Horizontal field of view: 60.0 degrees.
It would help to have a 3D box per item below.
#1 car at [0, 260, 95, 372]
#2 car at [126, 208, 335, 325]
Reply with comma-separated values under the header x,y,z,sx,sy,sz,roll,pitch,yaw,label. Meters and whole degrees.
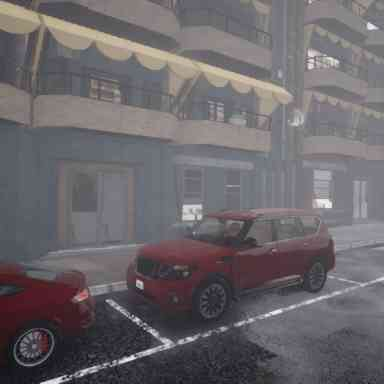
x,y,z,sx,sy,sz,roll,pitch,yaw,label
-3.374,1.582,4.137,4.206,1.307,1.802,0,1,-35,car
1.124,1.318,7.341,5.009,1.841,2.192,0,1,-35,car
